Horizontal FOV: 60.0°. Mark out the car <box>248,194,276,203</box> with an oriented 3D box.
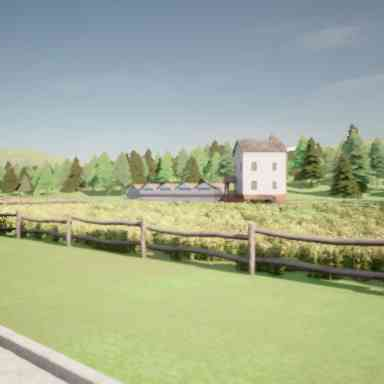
[{"bbox_3d":[12.017,1.241,57.454,4.605,1.855,1.932,0,0,35],"label":"car"}]
